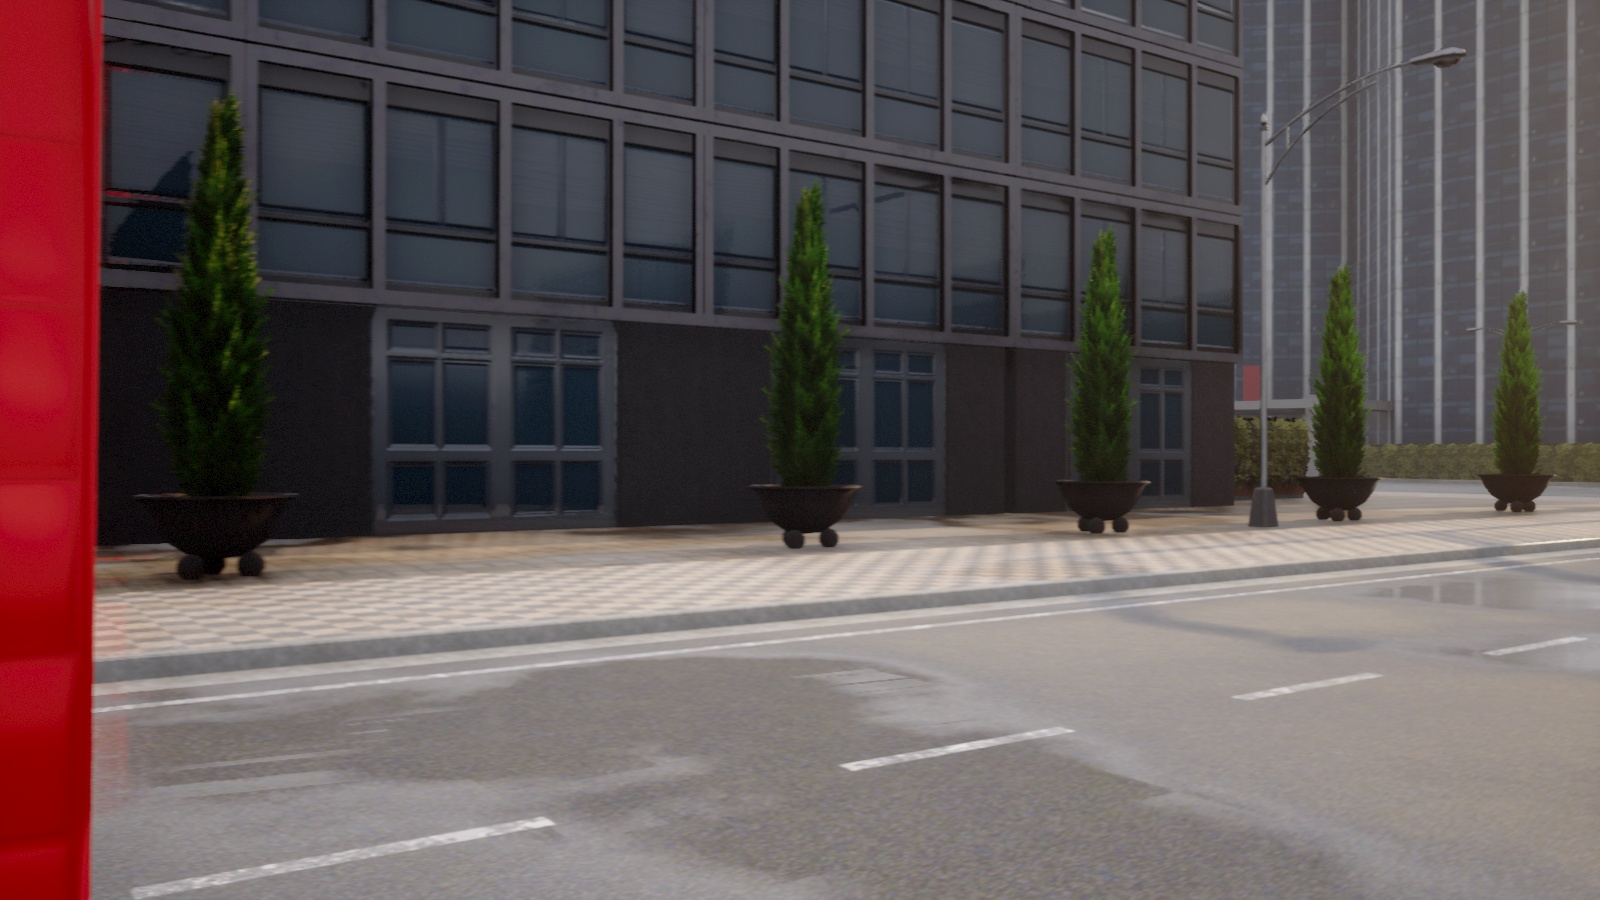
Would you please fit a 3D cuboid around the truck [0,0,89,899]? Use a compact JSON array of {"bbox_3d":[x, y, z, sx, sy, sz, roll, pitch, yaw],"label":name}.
[{"bbox_3d":[-3.724,0.269,1.070,5.204,2.467,2.627,0,0,-35],"label":"truck"}]
